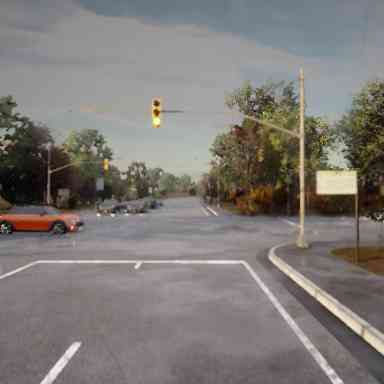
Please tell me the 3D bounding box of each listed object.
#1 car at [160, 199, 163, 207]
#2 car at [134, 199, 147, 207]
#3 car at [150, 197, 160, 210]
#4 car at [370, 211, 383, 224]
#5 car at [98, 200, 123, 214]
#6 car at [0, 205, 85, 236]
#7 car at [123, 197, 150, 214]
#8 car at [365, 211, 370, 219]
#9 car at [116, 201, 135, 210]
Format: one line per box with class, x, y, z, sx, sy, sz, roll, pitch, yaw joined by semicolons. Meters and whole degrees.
car;-6.907;2.225;68.073;1.837;1.490;4.892;0;-1;0
car;-10.408;2.241;67.440;1.812;1.442;4.674;0;-1;0
car;-7.007;1.792;53.566;2.150;2.045;5.566;0;-1;2
car;16.577;1.773;25.141;4.892;1.490;1.837;0;-1;3
car;-10.539;1.806;42.767;2.097;1.767;4.553;0;-1;0
car;-8.713;1.558;19.498;4.553;1.767;2.097;0;-1;3
car;-7.038;1.806;42.804;2.097;1.767;4.553;0;-1;0
car;17.572;1.905;28.589;4.718;1.301;1.895;0;-1;3
car;-10.516;2.109;52.939;2.033;1.411;5.357;0;-1;0
